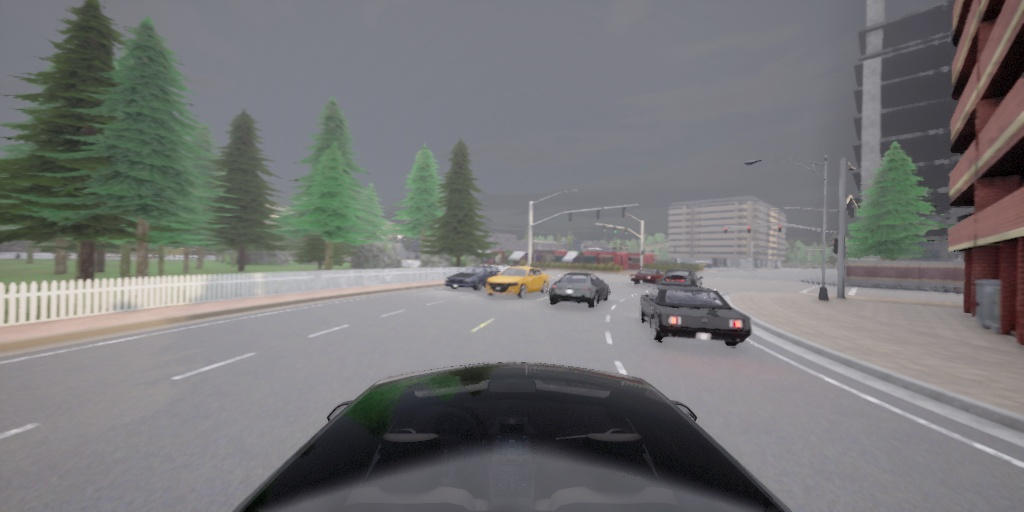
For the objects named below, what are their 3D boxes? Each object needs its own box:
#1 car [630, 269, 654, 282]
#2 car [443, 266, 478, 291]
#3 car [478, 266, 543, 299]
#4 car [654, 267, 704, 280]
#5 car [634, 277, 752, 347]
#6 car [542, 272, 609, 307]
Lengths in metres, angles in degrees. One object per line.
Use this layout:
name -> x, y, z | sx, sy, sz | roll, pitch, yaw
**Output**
car -> 11.570, 1.714, 29.123 | 4.718, 1.301, 1.895 | 2, -1, -44
car -> -1.956, 1.315, 22.338 | 2.033, 1.411, 5.357 | 1, 0, 27
car -> 0.408, 1.290, 19.100 | 1.882, 1.535, 5.008 | 1, 0, 25
car -> 10.019, 1.545, 21.207 | 1.837, 1.490, 4.892 | 1, -1, 33
car -> 4.699, 1.485, 9.968 | 1.895, 1.301, 4.718 | 1, 0, 14
car -> 3.158, 1.432, 16.379 | 1.994, 1.385, 4.181 | 1, 0, 25
